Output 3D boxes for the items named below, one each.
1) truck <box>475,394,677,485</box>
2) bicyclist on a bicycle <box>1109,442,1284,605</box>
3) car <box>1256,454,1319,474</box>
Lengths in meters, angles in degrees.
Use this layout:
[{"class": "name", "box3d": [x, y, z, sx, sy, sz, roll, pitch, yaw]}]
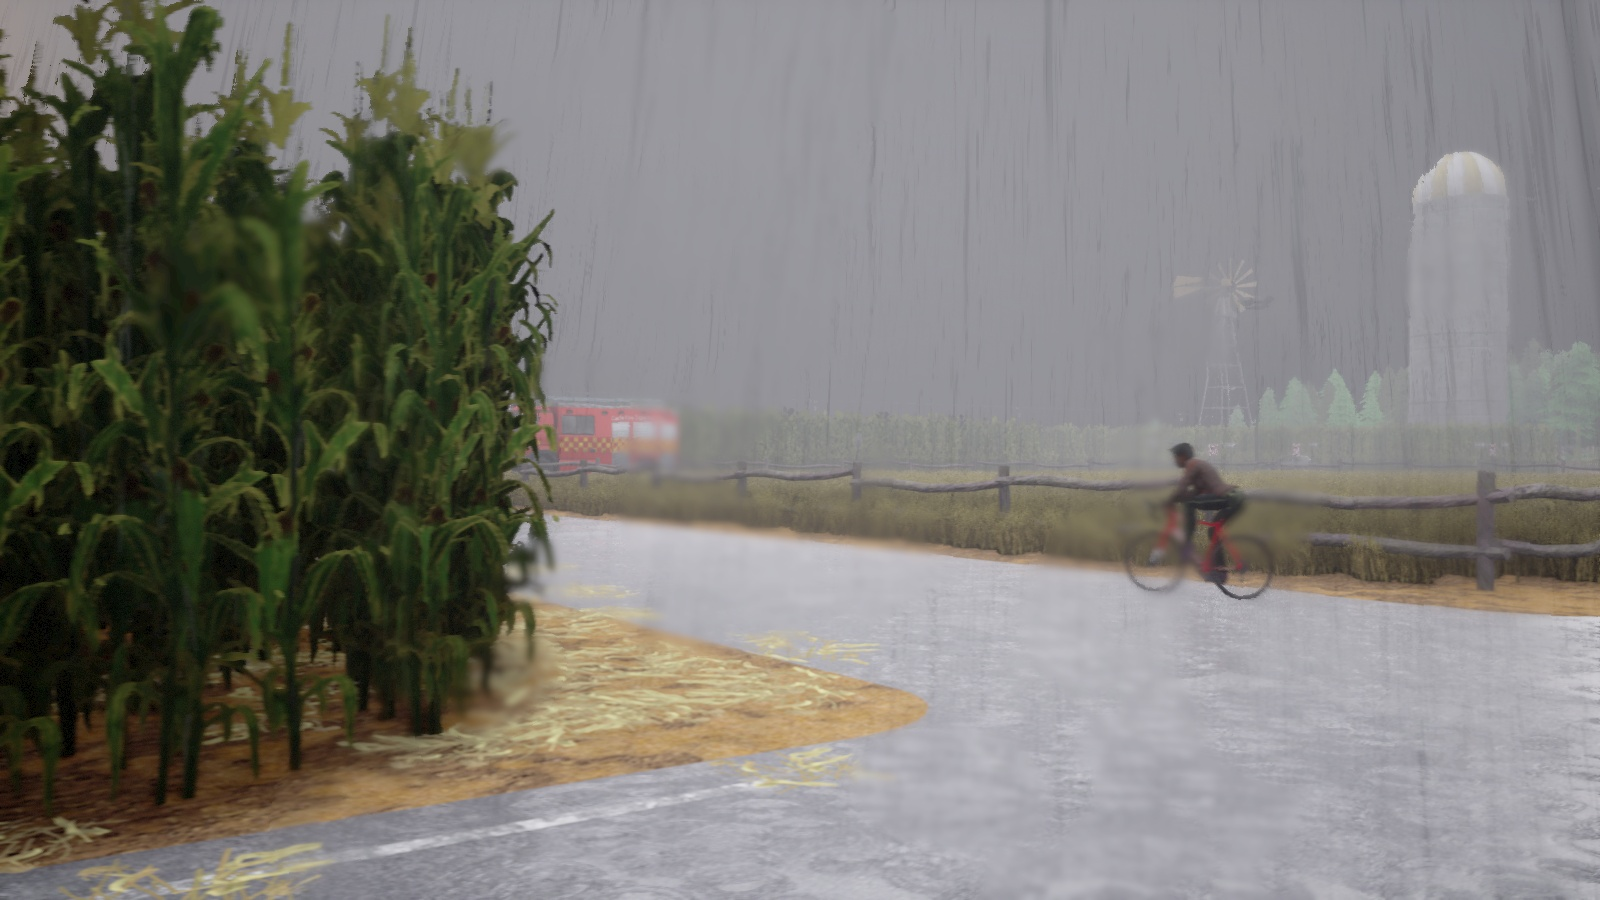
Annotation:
[{"class": "truck", "box3d": [-10.006, -0.382, 56.604, 8.468, 3.827, 2.891, 1, -1, -34]}, {"class": "bicyclist on a bicycle", "box3d": [4.173, 0.741, 13.288, 1.656, 1.620, 0.582, -1, -1, 42]}, {"class": "car", "box3d": [35.285, 1.002, 90.858, 3.806, 1.475, 1.970, 0, 0, 40]}]
